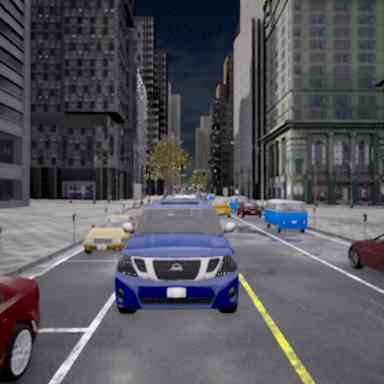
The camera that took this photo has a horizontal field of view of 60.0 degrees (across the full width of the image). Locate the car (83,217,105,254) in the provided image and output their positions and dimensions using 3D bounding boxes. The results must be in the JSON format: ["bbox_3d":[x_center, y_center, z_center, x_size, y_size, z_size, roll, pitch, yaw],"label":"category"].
[{"bbox_3d":[-3.075,1.530,13.583,1.752,1.417,4.829,0,0,-1],"label":"car"}]

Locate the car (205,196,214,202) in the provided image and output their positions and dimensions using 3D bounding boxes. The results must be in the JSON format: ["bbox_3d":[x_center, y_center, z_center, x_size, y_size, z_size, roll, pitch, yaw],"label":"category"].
[{"bbox_3d":[4.197,1.643,79.385,1.947,1.339,4.313,0,0,-1],"label":"car"}]

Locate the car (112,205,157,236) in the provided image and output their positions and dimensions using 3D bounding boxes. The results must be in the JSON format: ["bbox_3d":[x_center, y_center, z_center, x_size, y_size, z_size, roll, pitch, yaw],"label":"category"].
[{"bbox_3d":[-3.186,1.552,19.277,1.887,1.381,4.507,0,0,-1],"label":"car"}]

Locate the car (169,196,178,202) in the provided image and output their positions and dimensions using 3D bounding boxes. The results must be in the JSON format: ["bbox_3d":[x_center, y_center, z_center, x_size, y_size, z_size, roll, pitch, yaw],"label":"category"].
[{"bbox_3d":[-4.322,1.613,78.990,1.887,1.381,4.507,0,0,-1],"label":"car"}]

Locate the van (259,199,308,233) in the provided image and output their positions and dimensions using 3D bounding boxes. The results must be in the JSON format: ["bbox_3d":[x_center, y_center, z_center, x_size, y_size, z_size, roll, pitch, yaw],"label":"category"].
[{"bbox_3d":[5.364,1.356,19.425,1.690,1.788,3.998,0,0,-1],"label":"van"}]

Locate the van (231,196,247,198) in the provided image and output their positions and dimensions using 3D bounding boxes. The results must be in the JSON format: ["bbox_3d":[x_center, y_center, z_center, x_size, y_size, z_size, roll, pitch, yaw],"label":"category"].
[{"bbox_3d":[5.048,1.367,35.996,1.690,1.788,3.998,0,0,-1],"label":"van"}]

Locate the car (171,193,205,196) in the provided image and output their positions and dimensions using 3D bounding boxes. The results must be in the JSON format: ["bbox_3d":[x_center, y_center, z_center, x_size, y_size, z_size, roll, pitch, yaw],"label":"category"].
[{"bbox_3d":[-0.485,1.234,23.114,2.150,2.045,5.566,0,0,-1],"label":"car"}]

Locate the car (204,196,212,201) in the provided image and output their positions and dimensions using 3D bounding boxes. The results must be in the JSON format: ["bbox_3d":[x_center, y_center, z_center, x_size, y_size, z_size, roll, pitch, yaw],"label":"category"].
[{"bbox_3d":[4.093,1.630,84.797,1.887,1.381,4.507,0,0,-1],"label":"car"}]

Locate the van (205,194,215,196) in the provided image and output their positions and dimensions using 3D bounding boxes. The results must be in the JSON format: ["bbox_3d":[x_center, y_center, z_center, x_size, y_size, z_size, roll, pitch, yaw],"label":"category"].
[{"bbox_3d":[4.302,1.410,73.974,1.690,1.788,3.998,0,0,-1],"label":"van"}]

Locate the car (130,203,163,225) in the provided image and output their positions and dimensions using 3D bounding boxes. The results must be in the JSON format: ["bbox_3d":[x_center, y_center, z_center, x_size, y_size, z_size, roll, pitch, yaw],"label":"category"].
[{"bbox_3d":[-3.294,1.555,24.801,1.887,1.381,4.507,0,0,-1],"label":"car"}]

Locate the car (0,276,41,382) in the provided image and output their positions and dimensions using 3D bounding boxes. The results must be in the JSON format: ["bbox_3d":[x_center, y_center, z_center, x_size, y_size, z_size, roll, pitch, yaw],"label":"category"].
[{"bbox_3d":[-2.864,1.543,2.704,1.887,1.381,4.507,0,0,-1],"label":"car"}]

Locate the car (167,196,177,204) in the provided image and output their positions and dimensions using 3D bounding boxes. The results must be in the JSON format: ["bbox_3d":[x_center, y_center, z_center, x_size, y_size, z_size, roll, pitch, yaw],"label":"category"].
[{"bbox_3d":[-4.121,1.579,68.242,1.752,1.417,4.829,0,0,-1],"label":"car"}]

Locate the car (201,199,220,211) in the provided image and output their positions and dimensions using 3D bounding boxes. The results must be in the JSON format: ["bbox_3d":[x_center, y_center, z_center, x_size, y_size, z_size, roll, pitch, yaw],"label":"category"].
[{"bbox_3d":[2.225,1.592,41.207,1.994,1.385,4.181,0,0,-1],"label":"car"}]

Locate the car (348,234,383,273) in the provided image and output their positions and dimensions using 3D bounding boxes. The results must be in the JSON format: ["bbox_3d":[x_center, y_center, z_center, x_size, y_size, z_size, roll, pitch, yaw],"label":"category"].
[{"bbox_3d":[5.574,1.592,8.376,1.802,1.307,4.206,0,0,-1],"label":"car"}]

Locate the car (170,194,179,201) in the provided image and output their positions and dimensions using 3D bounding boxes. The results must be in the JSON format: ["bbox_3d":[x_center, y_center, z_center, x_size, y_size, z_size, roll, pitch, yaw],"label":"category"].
[{"bbox_3d":[-4.423,1.392,84.279,2.192,1.841,5.009,0,0,-1],"label":"car"}]

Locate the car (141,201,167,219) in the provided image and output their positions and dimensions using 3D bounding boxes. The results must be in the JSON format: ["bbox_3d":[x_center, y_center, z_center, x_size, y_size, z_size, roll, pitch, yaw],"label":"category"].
[{"bbox_3d":[-3.401,1.558,30.325,1.887,1.381,4.507,0,0,-1],"label":"car"}]

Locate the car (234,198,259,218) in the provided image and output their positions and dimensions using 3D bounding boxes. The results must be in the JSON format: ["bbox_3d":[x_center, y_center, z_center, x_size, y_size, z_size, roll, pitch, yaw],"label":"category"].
[{"bbox_3d":[5.152,1.567,30.472,1.887,1.381,4.507,0,0,-1],"label":"car"}]

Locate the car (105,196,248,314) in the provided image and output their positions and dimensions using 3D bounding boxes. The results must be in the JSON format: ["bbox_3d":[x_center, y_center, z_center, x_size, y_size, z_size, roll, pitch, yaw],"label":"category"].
[{"bbox_3d":[-0.294,1.225,7.981,2.150,2.045,5.566,0,0,-1],"label":"car"}]

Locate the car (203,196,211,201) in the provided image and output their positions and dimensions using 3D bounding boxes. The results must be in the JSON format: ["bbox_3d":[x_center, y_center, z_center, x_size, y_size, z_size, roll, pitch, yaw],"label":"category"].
[{"bbox_3d":[3.988,1.677,90.210,1.802,1.307,4.206,0,0,-1],"label":"car"}]
